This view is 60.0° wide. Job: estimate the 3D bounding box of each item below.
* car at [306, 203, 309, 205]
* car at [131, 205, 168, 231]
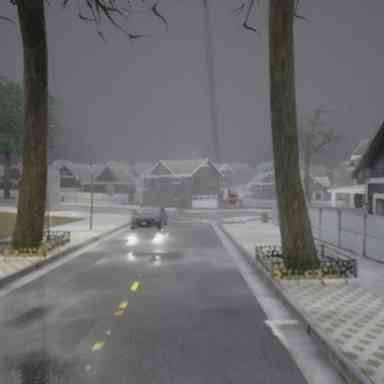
[{"bbox_3d":[16.960,2.410,51.643,4.674,1.442,1.812,2,0,-43],"label":"car"},{"bbox_3d":[-2.717,1.610,21.912,1.882,1.535,5.008,0,-1,2],"label":"car"}]
